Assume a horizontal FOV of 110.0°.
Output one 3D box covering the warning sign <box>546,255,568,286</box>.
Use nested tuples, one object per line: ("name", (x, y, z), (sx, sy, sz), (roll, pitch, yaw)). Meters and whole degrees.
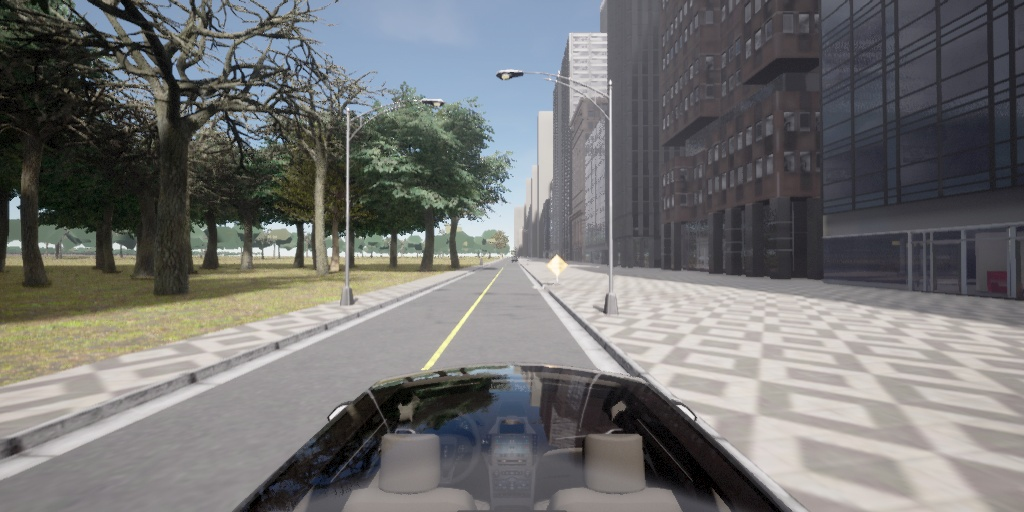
("warning sign", (2.717, 0.856, 21.507), (1.300, 1.860, 1.060), (0, 0, 0))
